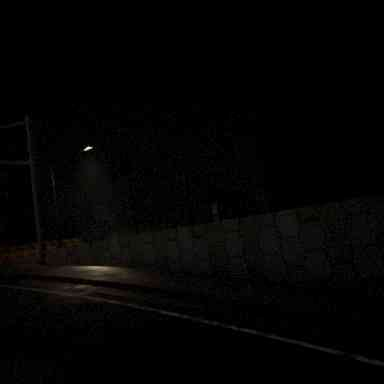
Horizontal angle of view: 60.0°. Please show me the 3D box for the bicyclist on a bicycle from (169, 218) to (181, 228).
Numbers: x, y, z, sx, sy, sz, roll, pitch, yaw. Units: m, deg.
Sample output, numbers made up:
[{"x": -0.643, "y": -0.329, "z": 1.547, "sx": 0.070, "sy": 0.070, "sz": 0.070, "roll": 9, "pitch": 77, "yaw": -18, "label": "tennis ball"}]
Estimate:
[{"x": -1.343, "y": 2.911, "z": 27.281, "sx": 1.656, "sy": 1.620, "sz": 0.582, "roll": -14, "pitch": -8, "yaw": 35, "label": "bicyclist on a bicycle"}]
